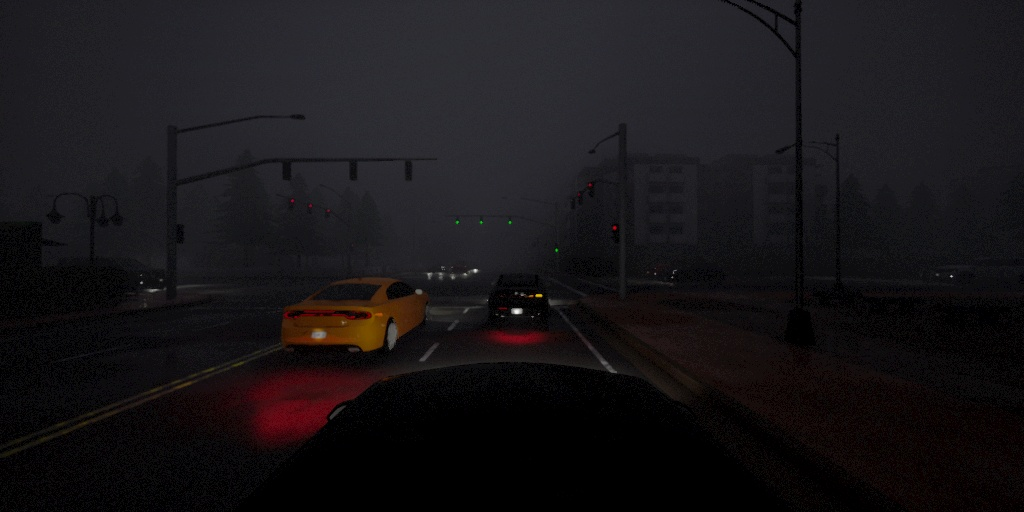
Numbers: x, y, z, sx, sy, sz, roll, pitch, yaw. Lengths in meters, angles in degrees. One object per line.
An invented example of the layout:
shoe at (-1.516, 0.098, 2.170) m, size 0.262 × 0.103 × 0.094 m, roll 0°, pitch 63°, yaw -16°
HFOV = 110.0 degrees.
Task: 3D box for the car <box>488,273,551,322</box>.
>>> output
car at (0.284, 1.320, 12.598) m, size 1.837 × 1.490 × 4.892 m, roll 0°, pitch 0°, yaw 3°

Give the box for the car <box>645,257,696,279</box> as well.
car at (15.178, 1.155, 32.817) m, size 5.566 × 2.045 × 2.150 m, roll 0°, pitch 0°, yaw -2°

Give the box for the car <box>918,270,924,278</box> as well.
car at (37.755, 1.411, 30.217) m, size 4.902 × 1.511 × 2.128 m, roll 0°, pitch 0°, yaw 20°

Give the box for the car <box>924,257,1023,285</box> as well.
car at (35.975, 1.123, 27.234) m, size 5.566 × 2.045 × 2.150 m, roll 0°, pitch -1°, yaw 19°

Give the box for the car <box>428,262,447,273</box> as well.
car at (-10.504, 1.564, 50.451) m, size 1.812 × 1.442 × 4.674 m, roll 0°, pitch 0°, yaw 0°

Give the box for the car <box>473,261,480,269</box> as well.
car at (-6.953, 1.616, 64.821) m, size 2.128 × 1.511 × 4.902 m, roll 0°, pitch 0°, yaw 0°

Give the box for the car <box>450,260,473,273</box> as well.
car at (-6.924, 1.376, 48.120) m, size 2.097 × 1.767 × 4.553 m, roll 0°, pitch 0°, yaw 0°

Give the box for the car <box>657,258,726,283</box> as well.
car at (14.742, 1.269, 29.259) m, size 4.553 × 1.767 × 2.097 m, roll 0°, pitch 0°, yaw -1°

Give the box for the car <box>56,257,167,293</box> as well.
car at (-23.654, 1.087, 21.285) m, size 5.566 × 2.045 × 2.150 m, roll 0°, pitch 0°, yaw -1°

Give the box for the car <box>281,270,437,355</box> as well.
car at (-3.418, 1.270, 8.871) m, size 1.882 × 1.535 × 5.008 m, roll 0°, pitch 0°, yaw 1°
